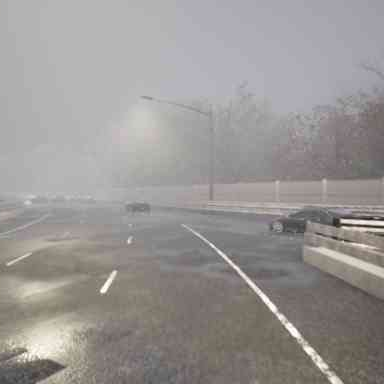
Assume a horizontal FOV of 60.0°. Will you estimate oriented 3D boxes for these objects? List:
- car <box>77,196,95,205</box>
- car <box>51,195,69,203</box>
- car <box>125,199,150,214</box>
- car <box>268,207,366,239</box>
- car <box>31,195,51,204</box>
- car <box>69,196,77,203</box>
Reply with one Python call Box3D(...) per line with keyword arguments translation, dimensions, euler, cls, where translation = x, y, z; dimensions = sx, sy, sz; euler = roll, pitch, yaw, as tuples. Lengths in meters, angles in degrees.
Box3D(translation=(-19.991, 1.653, 63.728), dimensions=(1.812, 1.442, 4.674), euler=(0, 0, -35), cls="car")
Box3D(translation=(-27.463, 1.402, 67.946), dimensions=(2.097, 1.767, 4.553), euler=(0, 0, -40), cls="car")
Box3D(translation=(-5.972, 1.510, 36.233), dimensions=(1.882, 1.535, 5.008), euler=(-1, 0, -23), cls="car")
Box3D(translation=(6.133, 1.529, 16.879), dimensions=(1.837, 1.490, 4.892), euler=(-2, 0, -38), cls="car")
Box3D(translation=(-30.195, 1.420, 65.758), dimensions=(2.097, 1.767, 4.553), euler=(0, 0, -40), cls="car")
Box3D(translation=(-24.378, 1.581, 69.785), dimensions=(2.033, 1.411, 5.357), euler=(0, 0, -40), cls="car")
